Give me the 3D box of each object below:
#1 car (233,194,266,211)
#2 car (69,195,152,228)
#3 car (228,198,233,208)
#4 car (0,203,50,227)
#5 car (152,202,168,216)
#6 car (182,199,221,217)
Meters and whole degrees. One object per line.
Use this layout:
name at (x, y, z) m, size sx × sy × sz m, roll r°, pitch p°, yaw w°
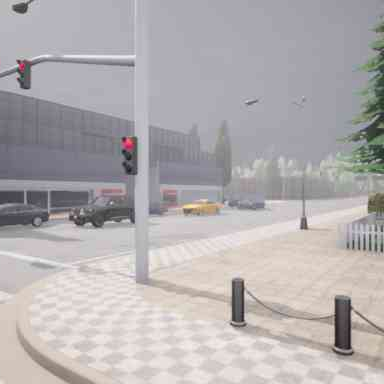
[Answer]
car at (7.390, 1.361, 41.220) m, size 2.097 × 1.767 × 4.553 m, roll 0°, pitch 0°, yaw 36°
car at (-5.674, 1.227, 23.041) m, size 2.150 × 2.045 × 5.566 m, roll 0°, pitch 0°, yaw 36°
car at (7.181, 1.229, 46.891) m, size 2.150 × 2.045 × 5.566 m, roll 0°, pitch 0°, yaw 36°
car at (-11.521, 1.511, 20.932) m, size 1.837 × 1.490 × 4.892 m, roll 0°, pitch 0°, yaw 37°
car at (-4.454, 1.554, 30.752) m, size 2.033 × 1.411 × 5.357 m, roll 0°, pitch 0°, yaw 36°
car at (0.984, 1.483, 32.320) m, size 1.882 × 1.535 × 5.008 m, roll 0°, pitch 0°, yaw 36°
